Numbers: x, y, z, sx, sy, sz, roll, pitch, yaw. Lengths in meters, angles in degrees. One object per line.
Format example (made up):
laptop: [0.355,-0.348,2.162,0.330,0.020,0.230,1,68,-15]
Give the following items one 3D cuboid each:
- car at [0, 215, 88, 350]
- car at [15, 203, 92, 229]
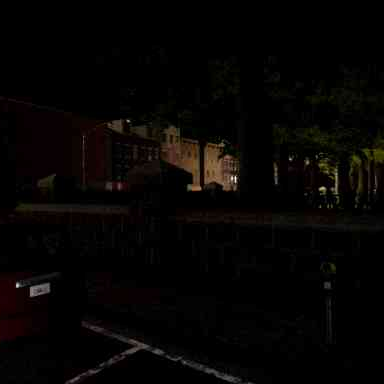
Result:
car: [-3.860,1.318,5.588,5.009,1.841,2.192,0,-1,36]
car: [-9.395,1.584,22.935,1.812,1.442,4.674,-1,-1,35]
